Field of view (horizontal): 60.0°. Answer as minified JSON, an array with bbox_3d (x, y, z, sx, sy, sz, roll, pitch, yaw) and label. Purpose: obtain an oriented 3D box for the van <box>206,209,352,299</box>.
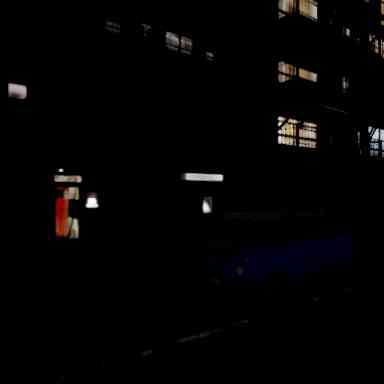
[{"bbox_3d":[2.218,1.329,8.137,3.998,1.788,1.690,0,0,-36],"label":"van"}]
